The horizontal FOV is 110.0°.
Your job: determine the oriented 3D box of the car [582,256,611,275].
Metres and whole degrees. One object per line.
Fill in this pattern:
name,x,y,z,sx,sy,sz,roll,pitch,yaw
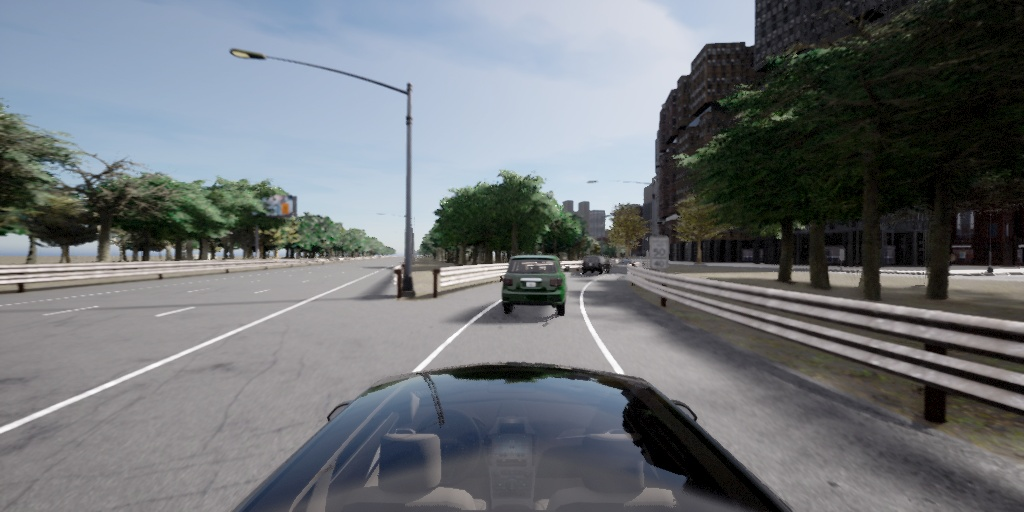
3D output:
car,9.406,1.022,39.722,2.150,2.045,5.566,0,0,27

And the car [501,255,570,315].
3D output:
car,1.028,0.997,13.925,2.150,2.045,5.566,0,0,9
